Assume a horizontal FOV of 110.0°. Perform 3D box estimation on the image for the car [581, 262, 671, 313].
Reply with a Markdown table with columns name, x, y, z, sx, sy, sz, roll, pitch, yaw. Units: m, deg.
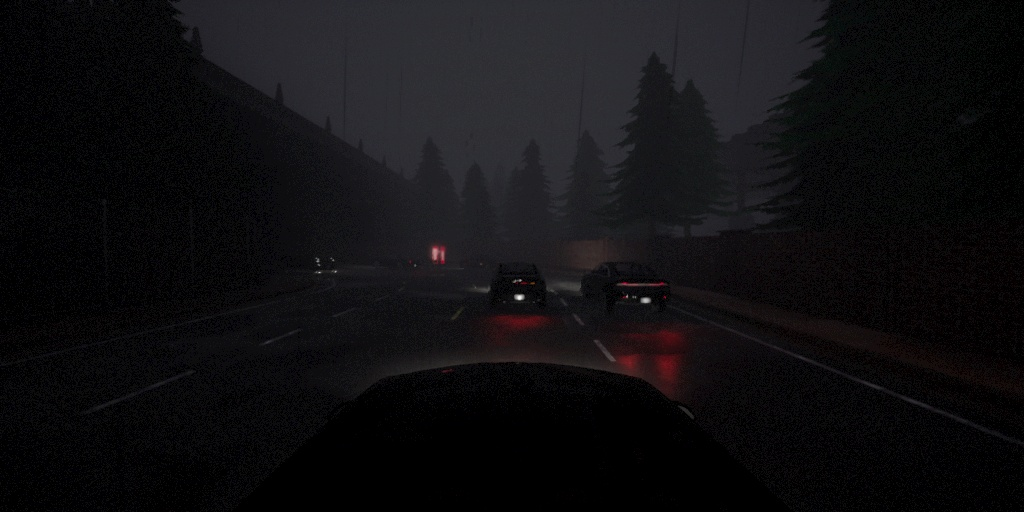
| name | x | y | z | sx | sy | sz | roll | pitch | yaw |
| --- | --- | --- | --- | --- | --- | --- | --- | --- | --- |
| car | 3.673 | 0.949 | 12.336 | 2.128 | 1.511 | 4.902 | 0 | 2 | -1 |

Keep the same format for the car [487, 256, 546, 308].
| name | x | y | z | sx | sy | sz | roll | pitch | yaw |
| --- | --- | --- | --- | --- | --- | --- | --- | --- | --- |
| car | 0.132 | 0.933 | 13.309 | 1.837 | 1.490 | 4.892 | 0 | 2 | -2 |

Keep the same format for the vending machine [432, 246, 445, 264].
| name | x | y | z | sx | sy | sz | roll | pitch | yaw |
| --- | --- | --- | --- | --- | --- | --- | --- | --- | --- |
| vending machine | -7.954 | -0.095 | 38.990 | 0.880 | 2.100 | 1.100 | 0 | 0 | 25 |

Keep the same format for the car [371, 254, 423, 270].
| name | x | y | z | sx | sy | sz | roll | pitch | yaw |
| --- | --- | --- | --- | --- | --- | --- | --- | --- | --- |
| car | -10.315 | 0.502 | 32.021 | 4.718 | 1.301 | 1.895 | 1 | 2 | 29 |

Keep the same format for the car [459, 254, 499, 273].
| name | x | y | z | sx | sy | sz | roll | pitch | yaw |
| --- | --- | --- | --- | --- | --- | --- | --- | --- | --- |
| car | -2.293 | 0.497 | 30.484 | 2.033 | 1.411 | 5.357 | -1 | 2 | -44 |

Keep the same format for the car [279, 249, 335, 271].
| name | x | y | z | sx | sy | sz | roll | pitch | yaw |
| --- | --- | --- | --- | --- | --- | --- | --- | --- | --- |
| car | -17.570 | 0.282 | 30.796 | 4.553 | 1.767 | 2.097 | 1 | 2 | 18 |
